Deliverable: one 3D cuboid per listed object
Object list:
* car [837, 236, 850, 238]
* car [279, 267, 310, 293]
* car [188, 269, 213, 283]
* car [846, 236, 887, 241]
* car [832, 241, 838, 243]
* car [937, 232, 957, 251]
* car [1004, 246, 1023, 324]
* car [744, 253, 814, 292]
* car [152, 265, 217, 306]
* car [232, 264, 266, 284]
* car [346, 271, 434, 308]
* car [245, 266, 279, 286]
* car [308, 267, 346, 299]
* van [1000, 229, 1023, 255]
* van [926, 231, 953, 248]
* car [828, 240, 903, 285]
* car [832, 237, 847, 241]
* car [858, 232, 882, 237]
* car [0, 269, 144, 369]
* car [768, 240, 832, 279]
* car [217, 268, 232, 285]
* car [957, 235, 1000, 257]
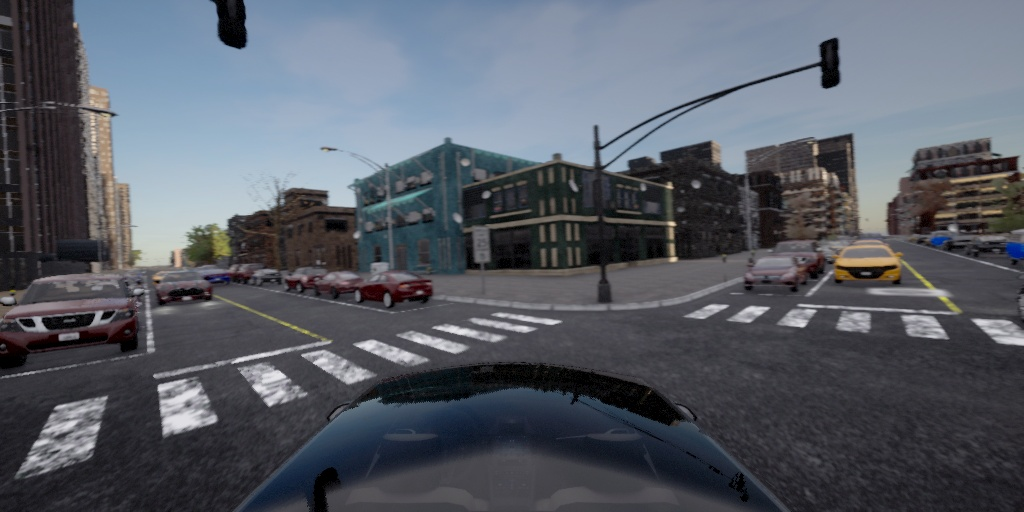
[{"bbox_3d":[42.286,-1.404,46.072,4.403,1.370,2.007,0,0,-45],"label":"car"},{"bbox_3d":[-13.005,1.436,22.900,4.097,1.591,1.967,0,0,44],"label":"car"},{"bbox_3d":[-36.717,2.282,42.246,4.674,1.442,1.812,-1,1,45],"label":"car"},{"bbox_3d":[25.989,-0.414,26.157,5.008,1.535,1.882,-4,1,-45],"label":"car"},{"bbox_3d":[22.668,-0.158,26.478,4.403,1.370,2.007,0,0,-45],"label":"car"},{"bbox_3d":[40.351,-1.173,32.301,4.313,1.339,1.948,0,0,-45],"label":"car"},{"bbox_3d":[9.801,0.677,5.483,4.892,1.490,1.837,-4,1,-45],"label":"car"},{"bbox_3d":[10.897,0.622,14.722,4.207,1.307,1.802,0,0,-45],"label":"car"},{"bbox_3d":[-18.040,1.608,19.682,4.553,1.767,2.097,-2,1,44],"label":"car"},{"bbox_3d":[-24.912,1.672,34.515,5.009,1.841,2.192,0,0,44],"label":"car"},{"bbox_3d":[-5.065,1.296,15.155,4.507,1.381,1.888,0,0,44],"label":"car"},{"bbox_3d":[-20.943,1.788,30.643,4.403,1.370,2.007,0,0,44],"label":"car"},{"bbox_3d":[-9.034,1.456,19.026,4.207,1.307,1.802,0,0,44],"label":"car"},{"bbox_3d":[24.656,-0.401,16.626,3.998,1.789,1.690,0,0,-45],"label":"van"},{"bbox_3d":[48.198,-1.897,40.138,3.998,1.789,1.690,0,0,-45],"label":"van"},{"bbox_3d":[15.076,0.279,15.270,5.008,1.535,1.882,-4,1,-45],"label":"car"},{"bbox_3d":[34.319,-0.931,38.114,4.829,1.417,1.751,0,0,-45],"label":"car"},{"bbox_3d":[37.866,-1.429,37.906,5.566,2.045,2.150,-4,1,-45],"label":"car"},{"bbox_3d":[-10.907,1.398,9.156,5.009,1.841,2.192,0,0,44],"label":"car"},{"bbox_3d":[14.820,0.105,18.641,5.009,1.841,2.192,0,0,-45],"label":"car"},{"bbox_3d":[-28.325,1.986,34.104,5.008,1.535,1.882,-1,1,45],"label":"car"},{"bbox_3d":[32.503,-0.690,24.464,4.403,1.370,2.007,0,0,-45],"label":"car"}]
